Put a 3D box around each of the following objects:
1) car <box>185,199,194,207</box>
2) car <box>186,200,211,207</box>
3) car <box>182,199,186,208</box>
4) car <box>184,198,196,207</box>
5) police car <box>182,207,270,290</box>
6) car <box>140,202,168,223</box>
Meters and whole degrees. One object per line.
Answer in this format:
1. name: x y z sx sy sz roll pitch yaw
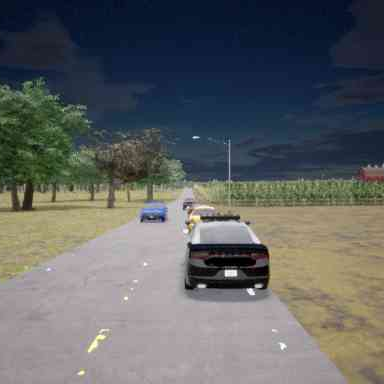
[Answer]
1. car: 0.650 1.537 25.155 1.882 1.535 5.008 0 0 0
2. car: 0.691 1.488 19.341 1.801 1.575 5.366 0 0 0
3. car: -0.313 1.723 46.193 1.837 1.490 4.892 0 -1 0
4. car: -0.421 1.879 60.017 2.033 1.411 5.357 0 0 0
5. police car: 0.762 1.430 9.259 1.930 1.638 5.238 0 0 0
6. car: -2.933 1.544 26.459 1.882 1.535 5.008 0 0 0
